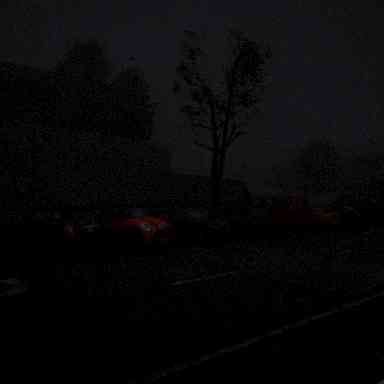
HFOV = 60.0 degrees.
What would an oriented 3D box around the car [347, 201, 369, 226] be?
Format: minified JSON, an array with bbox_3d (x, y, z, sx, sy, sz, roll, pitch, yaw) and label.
[{"bbox_3d":[9.395,1.556,23.185,4.674,1.452,2.002,-1,-1,35],"label":"car"}]

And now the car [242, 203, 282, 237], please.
[{"bbox_3d":[2.022,1.527,17.988,4.792,1.488,2.163,-1,-1,35],"label":"car"}]

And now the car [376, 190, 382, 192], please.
[{"bbox_3d":[34.190,0.164,58.551,2.002,1.452,4.674,7,3,35],"label":"car"}]

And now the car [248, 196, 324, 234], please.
[{"bbox_3d":[4.468,1.253,19.732,5.566,2.045,2.435,-1,-1,35],"label":"car"}]

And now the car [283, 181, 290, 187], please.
[{"bbox_3d":[22.233,-1.783,75.979,1.946,1.575,5.366,7,3,35],"label":"car"}]

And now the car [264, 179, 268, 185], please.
[{"bbox_3d":[18.661,-2.287,80.763,2.002,1.452,4.674,7,3,35],"label":"car"}]

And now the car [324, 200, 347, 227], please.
[{"bbox_3d":[6.788,1.509,21.558,5.366,1.575,1.946,-1,-1,35],"label":"car"}]

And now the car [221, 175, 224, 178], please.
[{"bbox_3d":[9.917,-3.820,93.003,2.185,1.767,4.553,6,3,34],"label":"car"}]

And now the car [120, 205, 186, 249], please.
[{"bbox_3d":[-2.866,1.366,14.518,4.553,1.767,2.185,-1,-1,35],"label":"car"}]

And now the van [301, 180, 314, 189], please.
[{"bbox_3d":[25.534,-1.462,70.775,1.878,1.987,4.442,7,4,35],"label":"van"}]

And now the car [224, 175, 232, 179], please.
[{"bbox_3d":[11.710,-3.668,90.536,2.435,2.045,5.566,7,3,34],"label":"car"}]

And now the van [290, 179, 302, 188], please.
[{"bbox_3d":[23.806,-1.735,73.247,1.878,1.987,4.442,7,3,35],"label":"van"}]

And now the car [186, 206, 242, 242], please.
[{"bbox_3d":[-0.398,1.495,16.242,4.892,1.521,2.231,-1,-1,35],"label":"car"}]

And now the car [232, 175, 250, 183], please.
[{"bbox_3d":[13.560,-3.146,88.276,1.946,1.575,5.366,7,3,34],"label":"car"}]

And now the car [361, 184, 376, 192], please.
[{"bbox_3d":[32.500,-0.398,61.024,2.435,2.045,5.566,7,3,35],"label":"car"}]

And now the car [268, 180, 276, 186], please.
[{"bbox_3d":[20.403,-2.014,78.300,2.002,1.452,4.674,7,3,35],"label":"car"}]

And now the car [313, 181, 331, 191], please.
[{"bbox_3d":[27.293,-0.964,68.412,2.231,1.521,4.892,7,3,35],"label":"car"}]

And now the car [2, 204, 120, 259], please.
[{"bbox_3d":[-5.262,1.364,12.735,4.553,1.767,2.185,-1,0,35],"label":"car"}]

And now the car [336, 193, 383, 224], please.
[{"bbox_3d":[11.824,1.271,24.942,5.566,2.045,2.435,-1,-1,35],"label":"car"}]
